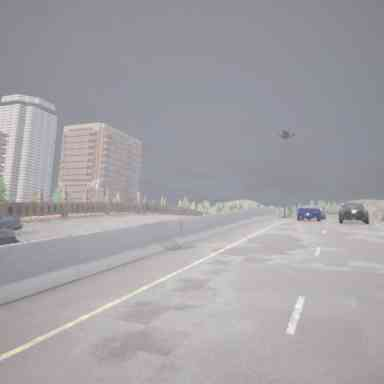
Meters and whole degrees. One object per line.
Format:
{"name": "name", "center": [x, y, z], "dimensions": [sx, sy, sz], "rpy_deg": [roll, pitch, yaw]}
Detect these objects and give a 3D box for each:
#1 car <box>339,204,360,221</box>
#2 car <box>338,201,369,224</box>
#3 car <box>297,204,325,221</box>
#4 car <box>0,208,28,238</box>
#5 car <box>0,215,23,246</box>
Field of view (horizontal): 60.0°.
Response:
{"name": "car", "center": [17.719, 2.340, 37.595], "dimensions": [2.097, 1.767, 4.553], "rpy_deg": [0, -5, 24]}
{"name": "car", "center": [13.331, 1.659, 27.582], "dimensions": [2.097, 1.767, 4.553], "rpy_deg": [0, -2, 24]}
{"name": "car", "center": [10.950, 1.880, 30.870], "dimensions": [1.882, 1.535, 5.008], "rpy_deg": [0, -3, 24]}
{"name": "car", "center": [-10.996, 1.623, 16.167], "dimensions": [2.033, 1.411, 5.357], "rpy_deg": [0, 0, 24]}
{"name": "car", "center": [-6.807, 1.528, 8.283], "dimensions": [2.128, 1.511, 4.902], "rpy_deg": [0, 0, 24]}
